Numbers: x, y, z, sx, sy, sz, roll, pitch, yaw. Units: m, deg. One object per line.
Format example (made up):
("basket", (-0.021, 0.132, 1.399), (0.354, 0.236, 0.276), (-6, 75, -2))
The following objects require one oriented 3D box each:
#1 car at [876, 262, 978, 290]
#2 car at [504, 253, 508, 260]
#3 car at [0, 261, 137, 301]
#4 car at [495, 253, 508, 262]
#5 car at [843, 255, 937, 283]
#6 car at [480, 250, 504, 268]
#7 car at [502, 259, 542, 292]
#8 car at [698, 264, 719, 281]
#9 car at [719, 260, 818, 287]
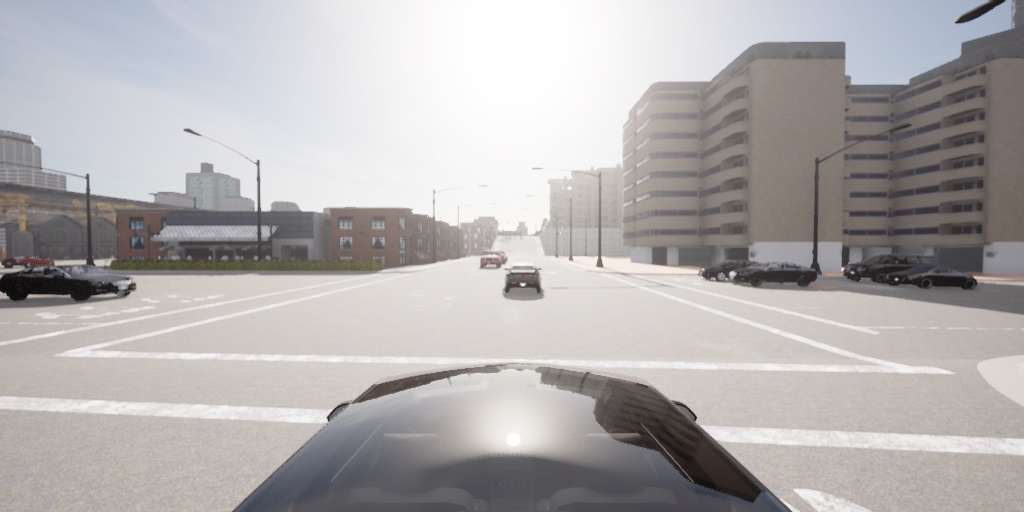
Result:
("car", (26.078, 1.323, 22.428), (4.181, 1.385, 1.994), (1, 1, 1))
("car", (-2.104, 0.096, 52.573), (2.150, 2.045, 5.566), (0, 1, 3))
("car", (-19.657, 1.136, 15.999), (4.902, 1.511, 2.128), (0, 1, 3))
("car", (-1.798, 0.230, 62.581), (1.994, 1.385, 4.181), (0, 1, 2))
("car", (27.395, 0.937, 25.917), (5.566, 2.045, 2.150), (1, 1, 0))
("car", (-2.447, 0.309, 42.354), (2.150, 2.045, 5.566), (0, 1, 2))
("car", (0.606, 1.088, 19.970), (1.837, 1.490, 4.892), (0, 1, 2))
("car", (16.128, 1.036, 25.971), (4.892, 1.490, 1.837), (1, 1, 0))
("car", (16.248, 1.097, 22.470), (4.902, 1.511, 2.128), (1, 1, 0))
